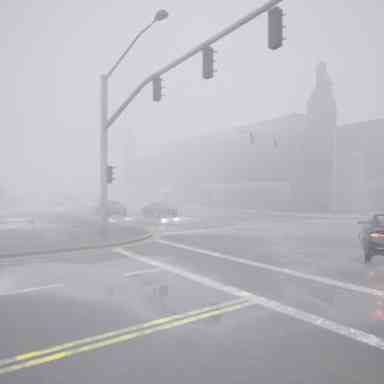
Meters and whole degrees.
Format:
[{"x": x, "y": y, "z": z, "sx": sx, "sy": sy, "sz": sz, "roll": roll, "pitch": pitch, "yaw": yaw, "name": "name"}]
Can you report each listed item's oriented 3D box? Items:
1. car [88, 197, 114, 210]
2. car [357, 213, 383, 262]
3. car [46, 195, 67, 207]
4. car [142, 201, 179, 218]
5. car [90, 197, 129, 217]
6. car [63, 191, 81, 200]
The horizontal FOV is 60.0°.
[{"x": -12.119, "y": 1.494, "z": 44.041, "sx": 1.837, "sy": 1.490, "sz": 4.892, "roll": 0, "pitch": 0, "yaw": -34, "name": "car"}, {"x": 6.929, "y": 1.485, "z": 11.543, "sx": 2.128, "sy": 1.511, "sz": 4.902, "roll": 1, "pitch": 0, "yaw": 26, "name": "car"}, {"x": -21.131, "y": 1.592, "z": 51.290, "sx": 1.895, "sy": 1.301, "sz": 4.718, "roll": 0, "pitch": 0, "yaw": -33, "name": "car"}, {"x": -2.969, "y": 1.554, "z": 30.436, "sx": 1.994, "sy": 1.385, "sz": 4.181, "roll": 0, "pitch": 0, "yaw": -34, "name": "car"}, {"x": -7.523, "y": 1.497, "z": 30.905, "sx": 1.837, "sy": 1.490, "sz": 4.892, "roll": 0, "pitch": 0, "yaw": -34, "name": "car"}, {"x": -20.680, "y": 0.829, "z": 56.981, "sx": 2.150, "sy": 2.045, "sz": 5.566, "roll": 0, "pitch": 0, "yaw": -34, "name": "car"}]
